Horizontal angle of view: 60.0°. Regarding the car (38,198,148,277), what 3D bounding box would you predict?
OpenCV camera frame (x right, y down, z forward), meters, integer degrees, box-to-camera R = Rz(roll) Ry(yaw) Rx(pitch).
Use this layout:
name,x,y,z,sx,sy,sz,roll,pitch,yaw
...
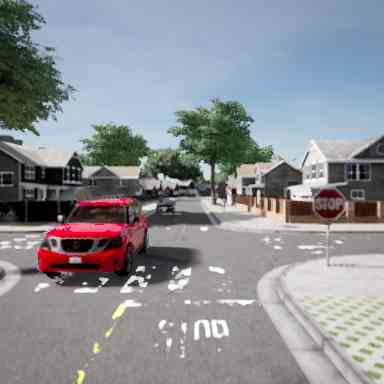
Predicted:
name,x,y,z,sx,sy,sz,roll,pitch,yaw
car,-2.718,1.242,10.536,2.150,2.045,5.566,0,0,0

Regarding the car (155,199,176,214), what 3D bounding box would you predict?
name,x,y,z,sx,sy,sz,roll,pitch,yaw
car,-2.650,1.459,34.539,2.128,1.511,4.902,0,0,0
